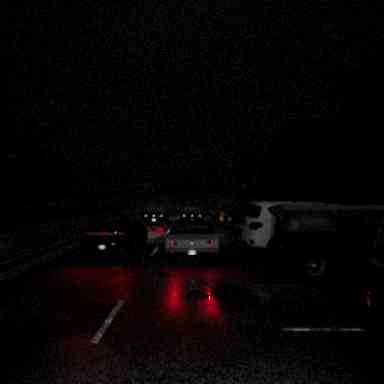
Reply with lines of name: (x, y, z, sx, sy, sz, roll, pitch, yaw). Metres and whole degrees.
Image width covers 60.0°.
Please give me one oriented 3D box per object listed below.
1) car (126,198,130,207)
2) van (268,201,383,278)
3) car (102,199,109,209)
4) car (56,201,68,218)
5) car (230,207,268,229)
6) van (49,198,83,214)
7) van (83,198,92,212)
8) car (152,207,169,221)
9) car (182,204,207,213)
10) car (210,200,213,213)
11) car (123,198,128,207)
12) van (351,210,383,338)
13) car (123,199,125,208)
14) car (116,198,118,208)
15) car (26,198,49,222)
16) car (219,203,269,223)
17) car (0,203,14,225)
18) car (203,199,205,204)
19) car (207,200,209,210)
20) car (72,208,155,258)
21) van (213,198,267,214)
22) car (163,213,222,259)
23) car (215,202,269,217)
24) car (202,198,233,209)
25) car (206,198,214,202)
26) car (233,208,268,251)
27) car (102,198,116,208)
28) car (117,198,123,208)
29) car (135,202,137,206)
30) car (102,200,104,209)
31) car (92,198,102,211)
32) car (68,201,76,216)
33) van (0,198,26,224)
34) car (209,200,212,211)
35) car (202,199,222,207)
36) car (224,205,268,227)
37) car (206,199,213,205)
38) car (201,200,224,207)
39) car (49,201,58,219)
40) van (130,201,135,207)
car: (-15.531, 2.343, 66.789, 4.553, 1.767, 2.185, 0, -1, 0)
van: (4.759, 1.361, 9.790, 4.442, 1.987, 1.878, 0, -1, 0)
car: (-15.516, 2.200, 50.049, 4.674, 1.452, 2.002, 0, -1, 0)
car: (-15.508, 1.914, 33.442, 4.792, 1.488, 2.163, 0, -1, 0)
car: (4.648, 1.726, 18.058, 4.674, 1.452, 2.002, 0, -1, 0)
van: (-15.648, 1.746, 39.004, 4.442, 1.987, 1.878, 0, -1, 0)
van: (-15.412, 1.791, 41.781, 4.442, 1.987, 1.878, 0, -1, 0)
car: (-2.970, 1.943, 28.229, 1.895, 1.301, 4.718, 0, -1, 1)
car: (0.029, 1.943, 28.227, 1.895, 1.301, 4.718, 0, -1, 1)
car: (4.645, 1.915, 34.600, 4.892, 1.521, 2.231, 0, -1, 0)
car: (-15.498, 2.414, 63.883, 5.008, 1.535, 2.097, 0, -1, 0)
van: (4.758, 1.299, 4.277, 4.442, 1.987, 1.878, 0, -1, 0)
car: (-15.513, 2.366, 61.229, 4.892, 1.521, 2.231, 0, -1, 0)
car: (-15.698, 2.258, 55.672, 5.366, 1.575, 1.946, 0, -1, 0)
car: (-15.516, 1.550, 27.888, 5.566, 2.045, 2.435, 0, -1, 0)
car: (4.641, 1.759, 23.572, 4.892, 1.521, 2.231, 0, -1, 0)
car: (-15.365, 1.720, 22.328, 5.366, 1.575, 1.946, 0, -1, 0)
car: (4.664, 2.230, 53.896, 5.008, 1.535, 2.097, 0, -1, 0)
car: (4.647, 2.000, 40.112, 4.892, 1.521, 2.231, 0, -1, 0)
car: (-2.972, 1.643, 13.489, 2.128, 1.511, 4.902, 0, -1, 1)
van: (4.533, 1.646, 31.722, 4.442, 1.987, 1.878, 0, -1, 0)
car: (0.025, 1.748, 13.231, 1.895, 1.301, 4.718, 0, -1, 0)
car: (4.647, 1.874, 29.085, 4.674, 1.452, 2.002, 0, -1, 0)
car: (4.689, 2.127, 62.171, 5.566, 2.045, 2.435, 0, -1, 0)
car: (4.624, 1.962, 45.627, 4.553, 1.767, 2.185, 0, -1, 0)
car: (4.650, 1.651, 15.301, 5.008, 1.535, 2.097, 0, -1, 0)
car: (-15.487, 1.958, 52.772, 5.566, 2.045, 2.435, 0, -1, 0)
car: (-15.539, 2.062, 58.456, 5.566, 2.045, 2.435, 0, -1, 0)
car: (-15.522, 2.482, 75.132, 4.553, 1.767, 2.185, 0, -1, 0)
car: (-15.519, 2.152, 47.335, 4.674, 1.452, 2.002, 0, -1, 0)
car: (-15.553, 1.813, 44.562, 5.566, 2.045, 2.435, 0, -1, 0)
car: (-15.532, 1.966, 36.096, 4.674, 1.452, 2.002, 0, -1, 0)
van: (-15.431, 1.536, 25.110, 4.442, 1.987, 1.878, 0, -1, 0)
car: (4.646, 1.957, 37.355, 4.892, 1.521, 2.231, 0, -1, 0)
car: (4.636, 2.522, 78.718, 4.553, 1.767, 2.185, 0, -1, 0)
car: (4.676, 1.751, 20.814, 4.792, 1.488, 2.163, 0, -1, 0)
car: (4.648, 2.044, 42.869, 4.892, 1.521, 2.231, 0, -1, 0)
car: (4.671, 2.609, 75.955, 5.008, 1.535, 2.097, 0, -1, 0)
car: (-15.535, 1.844, 30.664, 4.892, 1.521, 2.231, 0, -1, 0)
van: (-15.377, 2.339, 72.226, 4.442, 1.987, 1.878, 0, -1, 0)
